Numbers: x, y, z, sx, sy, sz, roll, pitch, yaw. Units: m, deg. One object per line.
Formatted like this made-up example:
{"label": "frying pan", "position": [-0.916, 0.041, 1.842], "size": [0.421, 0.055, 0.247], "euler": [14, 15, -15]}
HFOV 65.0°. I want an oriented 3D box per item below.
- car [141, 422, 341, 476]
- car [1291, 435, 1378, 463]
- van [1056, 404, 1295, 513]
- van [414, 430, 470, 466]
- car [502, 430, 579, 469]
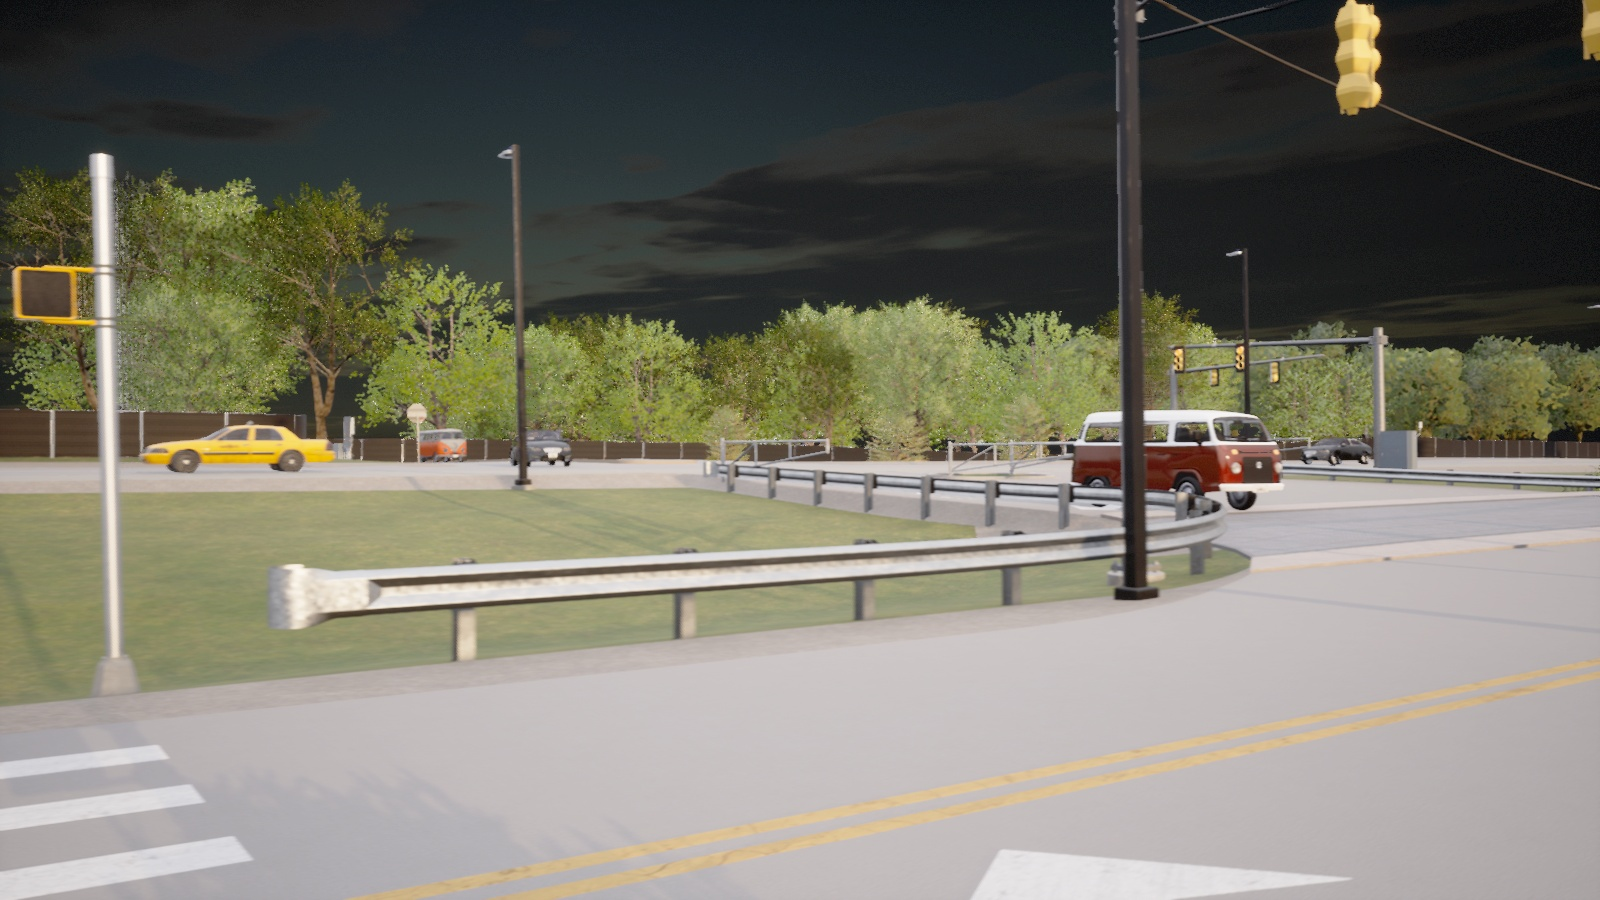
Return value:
{"label": "car", "position": [-16.994, -0.036, 38.304], "size": [5.366, 1.575, 1.801], "euler": [0, 0, -34]}
{"label": "car", "position": [29.860, -0.076, 70.106], "size": [4.902, 1.511, 2.128], "euler": [0, 0, -34]}
{"label": "van", "position": [7.576, 0.165, 25.808], "size": [2.069, 2.038, 4.480], "euler": [0, 0, -31]}
{"label": "van", "position": [-21.209, -0.102, 74.278], "size": [1.775, 1.987, 4.442], "euler": [-1, 0, -35]}
{"label": "car", "position": [-10.721, -0.050, 51.619], "size": [2.128, 1.511, 4.902], "euler": [-1, 0, -23]}
